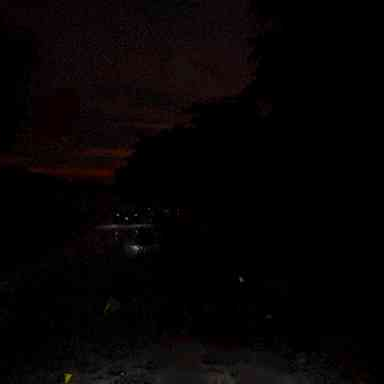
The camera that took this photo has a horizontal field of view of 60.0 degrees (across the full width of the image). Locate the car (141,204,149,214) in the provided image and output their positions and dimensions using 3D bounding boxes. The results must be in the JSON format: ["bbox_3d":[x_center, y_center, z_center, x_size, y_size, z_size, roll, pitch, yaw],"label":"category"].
[{"bbox_3d":[-5.979,2.228,44.572,1.994,1.385,4.181,-1,-2,-15],"label":"car"}]

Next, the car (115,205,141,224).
[{"bbox_3d":[-5.374,1.794,27.781,1.812,1.442,4.674,0,-1,-9],"label":"car"}]

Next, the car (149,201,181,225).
[{"bbox_3d":[-2.117,1.574,26.432,2.097,1.767,4.553,0,-1,-9],"label":"car"}]
